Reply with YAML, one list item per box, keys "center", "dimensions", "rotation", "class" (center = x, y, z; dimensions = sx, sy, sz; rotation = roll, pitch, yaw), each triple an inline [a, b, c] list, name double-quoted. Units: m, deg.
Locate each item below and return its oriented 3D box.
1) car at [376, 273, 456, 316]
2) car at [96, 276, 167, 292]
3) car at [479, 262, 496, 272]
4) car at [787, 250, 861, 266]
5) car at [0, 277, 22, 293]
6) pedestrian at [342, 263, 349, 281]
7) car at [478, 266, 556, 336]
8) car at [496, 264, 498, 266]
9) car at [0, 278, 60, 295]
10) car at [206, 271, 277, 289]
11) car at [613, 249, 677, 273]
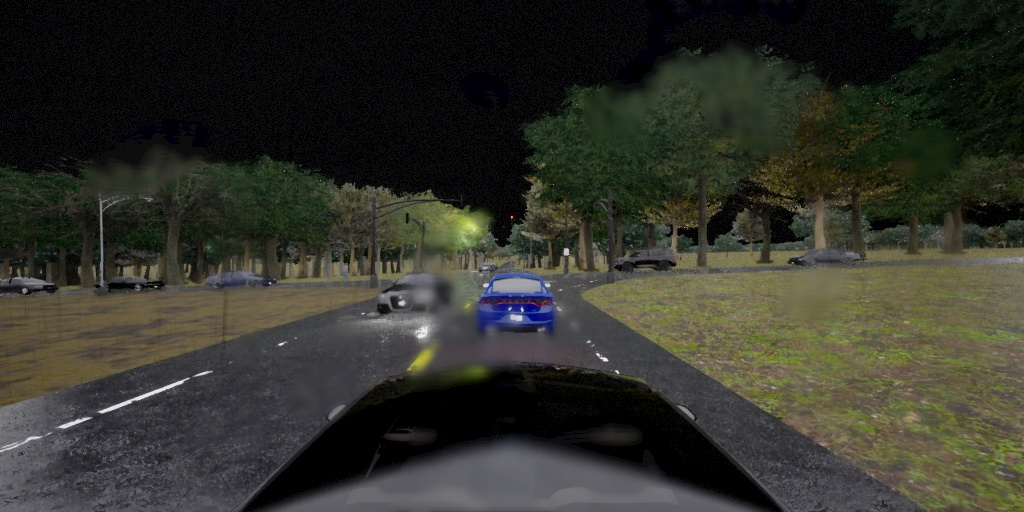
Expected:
- center: [-3.401, 1.321, 13.384]
  dimensions: [1.994, 1.385, 4.181]
  rotation: [0, 0, 2]
  class: "car"
- center: [-33.348, 2.440, 31.511]
  dimensions: [4.718, 1.301, 1.895]
  rotation: [-2, -1, 3]
  class: "car"
- center: [-3.867, 1.679, 53.561]
  dimensions: [2.128, 1.511, 4.902]
  rotation: [0, -1, -1]
  class: "car"
- center: [28.193, 0.153, 32.484]
  dimensions: [5.357, 1.411, 2.033]
  rotation: [-2, -1, 2]
  class: "car"
- center: [-53.076, 2.980, 36.131]
  dimensions: [5.008, 1.535, 1.882]
  rotation: [-2, -1, 2]
  class: "car"
- center: [-17.861, 1.681, 38.404]
  dimensions: [0.375, 1.860, 0.375]
  rotation: [0, 1, 3]
  class: "pedestrian"
- center: [0.140, 1.233, 10.444]
  dimensions: [1.882, 1.535, 5.008]
  rotation: [0, 0, 1]
  class: "car"
- center: [-3.994, 1.847, 62.948]
  dimensions: [2.128, 1.511, 4.902]
  rotation: [0, -1, 0]
  class: "car"
- center: [-43.512, 2.674, 31.996]
  dimensions: [4.892, 1.490, 1.837]
  rotation: [-2, -1, 3]
  class: "car"
- center: [-23.426, 2.049, 31.078]
  dimensions: [5.357, 1.411, 2.033]
  rotation: [-2, -1, 6]
  class: "car"
- center: [12.223, 0.459, 33.183]
  dimensions: [5.566, 2.045, 2.150]
  rotation: [-2, -1, 2]
  class: "car"
